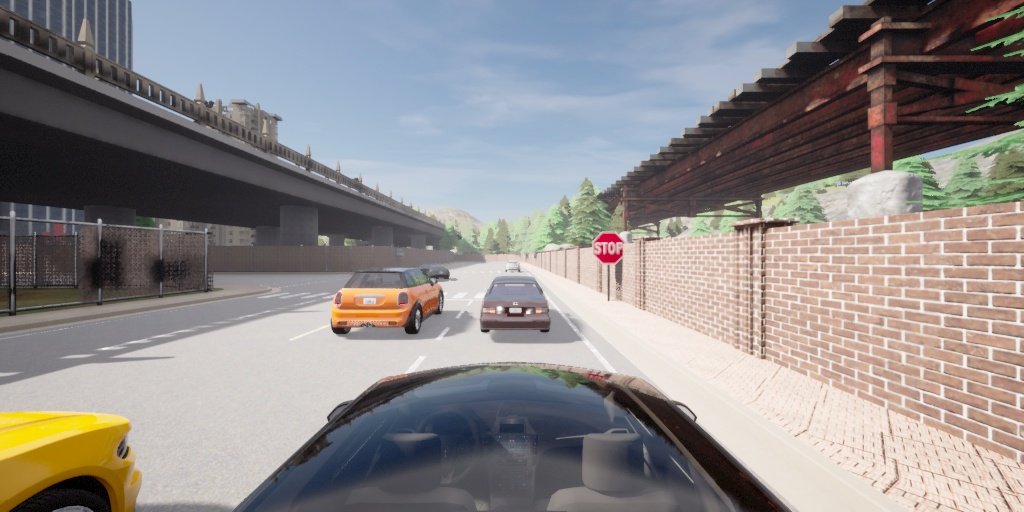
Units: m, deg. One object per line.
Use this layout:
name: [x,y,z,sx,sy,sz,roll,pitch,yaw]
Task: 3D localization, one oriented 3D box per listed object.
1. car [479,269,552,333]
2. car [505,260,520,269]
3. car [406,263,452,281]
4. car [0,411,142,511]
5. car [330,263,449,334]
car: [0.079,1.297,10.758,2.033,1.411,5.357,0,0,0]
car: [0.093,1.276,45.394,1.812,1.442,4.674,0,0,-1]
car: [-7.173,1.314,30.787,1.994,1.385,4.181,0,0,-43]
car: [-3.397,1.228,0.274,1.882,1.535,5.008,0,0,0]
car: [-3.422,1.102,10.736,2.097,1.767,4.553,0,0,0]
